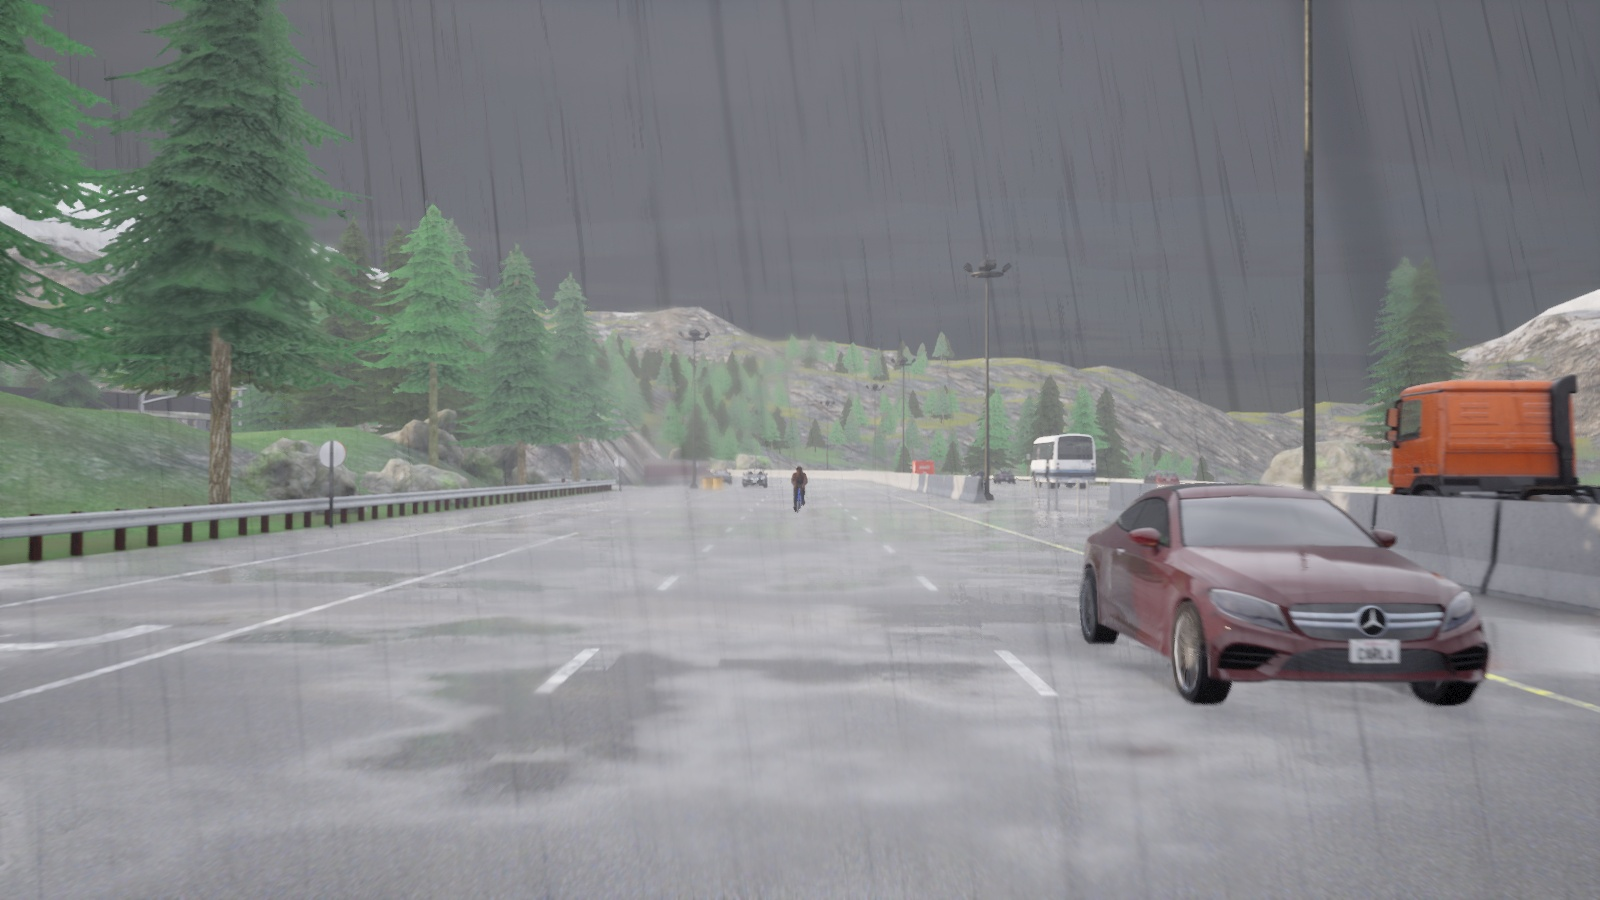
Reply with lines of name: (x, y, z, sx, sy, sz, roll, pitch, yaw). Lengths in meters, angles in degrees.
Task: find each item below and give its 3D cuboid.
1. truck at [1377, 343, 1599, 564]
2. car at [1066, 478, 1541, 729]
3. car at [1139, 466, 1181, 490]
truck: (13.980, 0.101, 23.257, 2.891, 3.462, 7.936, 0, -1, 0)
car: (3.483, 0.960, 9.789, 1.812, 1.442, 4.674, 0, -1, 0)
car: (24.493, 1.898, 85.550, 1.789, 1.549, 3.705, 0, -1, 0)
